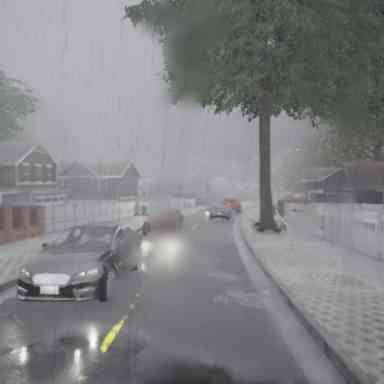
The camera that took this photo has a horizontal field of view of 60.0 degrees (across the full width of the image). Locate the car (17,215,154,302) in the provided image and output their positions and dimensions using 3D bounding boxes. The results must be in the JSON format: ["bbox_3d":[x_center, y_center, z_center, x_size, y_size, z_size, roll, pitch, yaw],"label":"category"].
[{"bbox_3d":[-2.532,1.589,8.629,2.128,1.511,4.902,0,-1,3],"label":"car"}]

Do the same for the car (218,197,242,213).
[{"bbox_3d":[5.410,1.766,44.903,2.150,2.045,5.566,1,-1,15],"label":"car"}]

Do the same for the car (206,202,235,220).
[{"bbox_3d":[2.876,1.979,32.672,1.994,1.385,4.181,0,-1,11],"label":"car"}]

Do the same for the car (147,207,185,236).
[{"bbox_3d":[-1.624,1.722,20.501,1.882,1.535,5.008,0,-1,7],"label":"car"}]
